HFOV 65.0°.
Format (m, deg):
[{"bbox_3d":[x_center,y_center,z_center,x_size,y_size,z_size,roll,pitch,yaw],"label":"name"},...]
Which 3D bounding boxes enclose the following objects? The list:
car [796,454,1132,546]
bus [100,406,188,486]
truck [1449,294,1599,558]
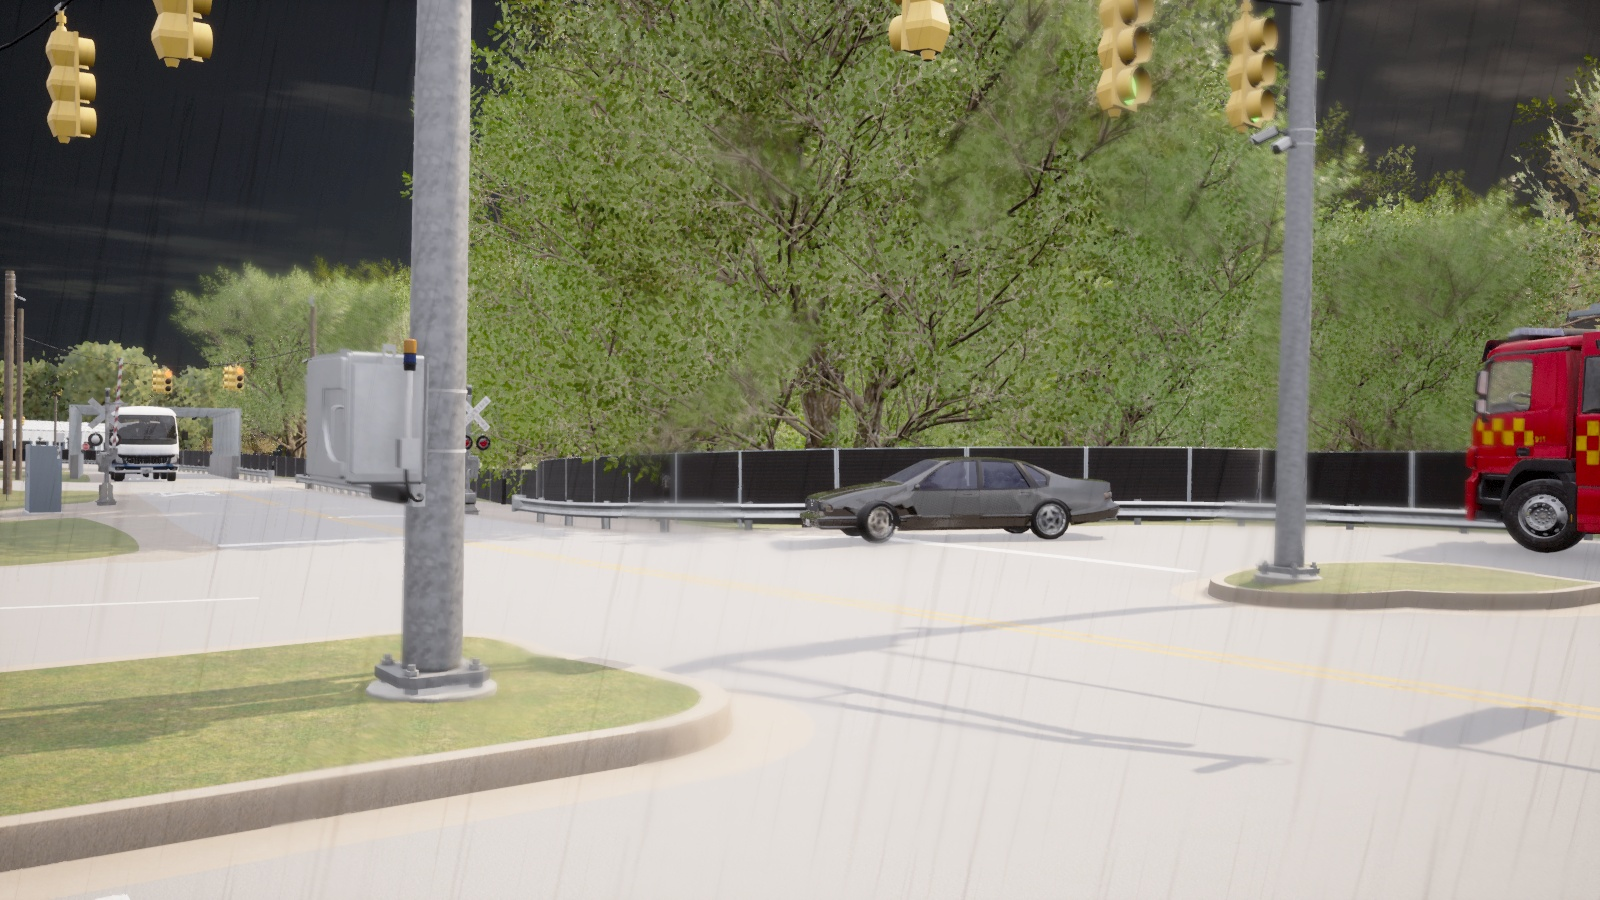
[{"bbox_3d":[2.765,0.806,21.675,5.357,1.411,2.033,-1,0,-11],"label":"car"},{"bbox_3d":[-38.123,-0.189,72.778,3.944,4.253,10.273,0,0,-31],"label":"bus"},{"bbox_3d":[13.219,-0.340,17.421,2.891,3.827,8.468,0,1,-10],"label":"truck"}]
